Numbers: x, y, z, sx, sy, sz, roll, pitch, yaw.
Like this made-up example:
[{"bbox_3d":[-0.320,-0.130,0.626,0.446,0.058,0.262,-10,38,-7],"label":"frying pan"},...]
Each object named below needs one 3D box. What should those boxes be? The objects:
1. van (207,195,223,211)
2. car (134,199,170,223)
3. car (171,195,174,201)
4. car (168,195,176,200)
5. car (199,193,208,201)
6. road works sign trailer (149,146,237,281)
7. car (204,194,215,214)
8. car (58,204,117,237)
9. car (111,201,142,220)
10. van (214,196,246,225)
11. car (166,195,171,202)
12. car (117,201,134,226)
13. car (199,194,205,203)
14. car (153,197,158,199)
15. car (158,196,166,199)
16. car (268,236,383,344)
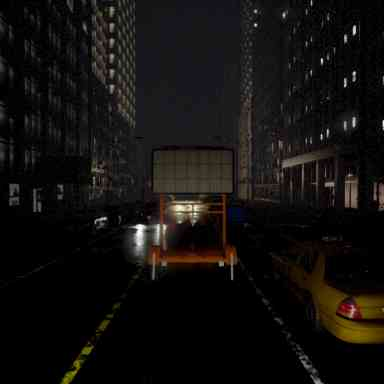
[{"bbox_3d":[2.768,1.332,40.518,1.690,1.788,3.998,-1,0,0],"label":"van"},{"bbox_3d":[-2.944,1.499,25.313,1.837,1.490,4.892,0,0,0],"label":"car"},{"bbox_3d":[-5.537,1.563,74.637,1.802,1.307,4.206,-1,0,0],"label":"car"},{"bbox_3d":[-5.501,1.501,91.519,1.752,1.417,4.829,-1,0,0],"label":"car"},{"bbox_3d":[2.865,1.293,85.987,2.192,1.841,5.009,-1,0,0],"label":"car"},{"bbox_3d":[0.025,0.462,9.825,2.380,3.560,2.880,0,0,0],"label":"road works sign trailer"},{"bbox_3d":[2.755,1.307,34.834,2.192,1.841,5.009,-1,0,0],"label":"car"},{"bbox_3d":[-5.660,1.547,17.801,2.008,1.369,4.403,-1,0,0],"label":"car"},{"bbox_3d":[-5.635,1.538,29.168,1.887,1.381,4.507,-1,0,0],"label":"car"},{"bbox_3d":[2.731,1.335,23.467,1.690,1.788,3.998,-1,0,0],"label":"van"},{"bbox_3d":[-5.562,1.535,63.270,2.008,1.369,4.403,-1,0,0],"label":"car"},{"bbox_3d":[-5.647,1.560,23.485,1.947,1.339,4.313,-1,0,0],"label":"car"},{"bbox_3d":[2.819,1.535,63.252,2.008,1.369,4.403,-1,0,0],"label":"car"},{"bbox_3d":[-5.610,1.572,40.536,1.802,1.307,4.206,-1,0,0],"label":"car"},{"bbox_3d":[-5.586,1.538,51.903,2.008,1.369,4.403,-1,0,0],"label":"car"},{"bbox_3d":[2.697,1.524,6.586,1.752,1.417,4.829,-1,0,0],"label":"car"}]
